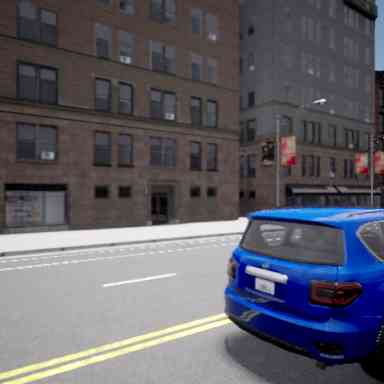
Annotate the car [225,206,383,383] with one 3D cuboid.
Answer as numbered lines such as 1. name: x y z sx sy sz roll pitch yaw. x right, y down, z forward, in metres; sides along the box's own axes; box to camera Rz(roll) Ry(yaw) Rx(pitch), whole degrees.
1. car: 3.090 1.263 5.674 5.566 2.045 2.150 0 0 -35
